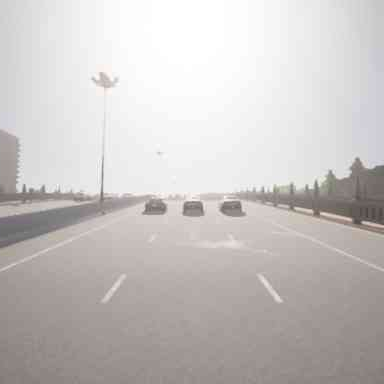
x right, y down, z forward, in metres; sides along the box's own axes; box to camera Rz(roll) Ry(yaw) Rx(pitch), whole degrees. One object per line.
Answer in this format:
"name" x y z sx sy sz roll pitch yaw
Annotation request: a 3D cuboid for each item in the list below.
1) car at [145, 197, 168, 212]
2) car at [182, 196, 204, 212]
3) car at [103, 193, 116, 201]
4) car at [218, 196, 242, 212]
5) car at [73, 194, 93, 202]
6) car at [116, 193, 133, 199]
"car" -3.403 1.159 32.331 1.994 1.385 4.181 0 1 0
"car" 0.097 1.094 31.754 2.128 1.511 4.902 0 1 0
"car" -14.027 0.872 58.138 2.033 1.411 5.357 0 -1 1
"car" 3.597 1.095 31.723 2.128 1.511 4.902 0 1 0
"car" -17.546 0.923 53.569 1.895 1.301 4.718 0 1 1
"car" -10.560 0.844 54.025 1.812 1.442 4.674 0 0 0
